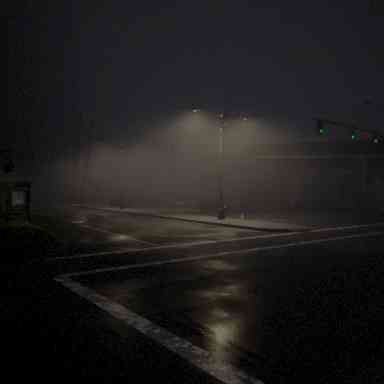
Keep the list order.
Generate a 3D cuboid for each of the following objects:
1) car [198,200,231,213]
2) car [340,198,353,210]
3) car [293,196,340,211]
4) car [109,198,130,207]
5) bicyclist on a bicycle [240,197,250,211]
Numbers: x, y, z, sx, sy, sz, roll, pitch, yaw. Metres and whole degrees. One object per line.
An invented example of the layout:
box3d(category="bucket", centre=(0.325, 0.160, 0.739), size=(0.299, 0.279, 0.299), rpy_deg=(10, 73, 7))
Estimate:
box3d(category="car", centre=(2.446, 1.563, 37.652), size=(1.994, 1.385, 4.181), rpy_deg=(0, 0, -35))
box3d(category="car", centre=(18.130, 1.455, 42.039), size=(1.970, 1.475, 3.806), rpy_deg=(0, 0, -35))
box3d(category="car", centre=(13.867, 1.294, 38.113), size=(2.242, 1.667, 4.611), rpy_deg=(0, 0, -35))
box3d(category="car", centre=(-11.125, 1.564, 50.712), size=(1.994, 1.385, 4.181), rpy_deg=(0, 0, -35))
box3d(category="bicyclist on a bicycle", centre=(6.289, 1.430, 39.750), size=(1.656, 1.620, 0.582), rpy_deg=(-6, -7, -37))
